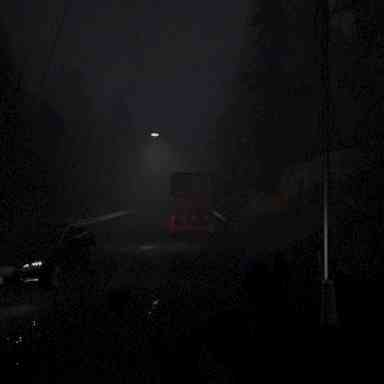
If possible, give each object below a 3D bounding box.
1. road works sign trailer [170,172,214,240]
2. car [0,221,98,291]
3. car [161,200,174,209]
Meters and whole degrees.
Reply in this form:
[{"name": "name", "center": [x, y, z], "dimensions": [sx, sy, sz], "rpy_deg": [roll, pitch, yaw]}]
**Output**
[{"name": "road works sign trailer", "center": [0.010, 0.698, 18.483], "dimensions": [2.380, 3.560, 2.880], "rpy_deg": [0, -1, 0]}, {"name": "car", "center": [-4.101, 1.612, 9.391], "dimensions": [2.128, 1.511, 4.902], "rpy_deg": [0, -1, 0]}, {"name": "car", "center": [-4.202, 2.204, 57.810], "dimensions": [1.882, 1.535, 5.008], "rpy_deg": [0, -1, 0]}]
